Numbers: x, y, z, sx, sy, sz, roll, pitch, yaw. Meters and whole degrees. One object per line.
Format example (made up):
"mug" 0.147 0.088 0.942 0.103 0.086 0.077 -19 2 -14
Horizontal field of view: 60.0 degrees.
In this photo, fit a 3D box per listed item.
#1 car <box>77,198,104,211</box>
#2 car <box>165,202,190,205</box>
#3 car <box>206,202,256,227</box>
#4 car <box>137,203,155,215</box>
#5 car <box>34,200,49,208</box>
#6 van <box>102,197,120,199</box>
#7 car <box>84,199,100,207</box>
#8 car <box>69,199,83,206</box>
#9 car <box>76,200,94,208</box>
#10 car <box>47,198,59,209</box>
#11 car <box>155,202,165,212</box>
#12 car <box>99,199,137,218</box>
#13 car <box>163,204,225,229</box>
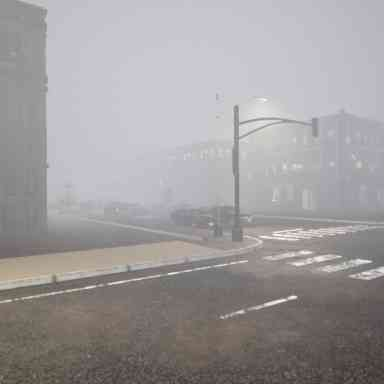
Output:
"car" -15.342 2.053 50.522 2.128 1.511 4.902 -1 0 -35
"car" -1.088 1.901 40.313 1.802 1.307 4.206 -2 0 -35
"car" 2.694 1.736 25.001 1.812 1.442 4.674 -1 0 -34
"car" -6.770 1.945 38.335 2.033 1.411 5.357 -1 0 -35
"car" -30.349 2.374 67.055 2.008 1.369 4.403 -1 0 -35
"van" -13.909 1.904 58.366 1.690 1.788 3.998 -1 0 -35
"car" -20.312 2.225 67.393 1.887 1.381 4.507 -1 0 -35
"car" -26.720 2.361 76.421 1.947 1.339 4.313 -1 0 -35
"car" -20.211 2.192 62.807 1.812 1.442 4.674 -1 0 -35
"car" -23.842 2.231 57.889 1.752 1.417 4.829 -1 0 -35
"car" -4.291 1.963 44.826 1.802 1.307 4.206 -2 0 -35
"car" -7.923 1.845 35.460 1.967 1.590 4.097 -1 0 -35
"car" 0.014 1.813 24.074 1.947 1.339 4.313 -2 0 -35
